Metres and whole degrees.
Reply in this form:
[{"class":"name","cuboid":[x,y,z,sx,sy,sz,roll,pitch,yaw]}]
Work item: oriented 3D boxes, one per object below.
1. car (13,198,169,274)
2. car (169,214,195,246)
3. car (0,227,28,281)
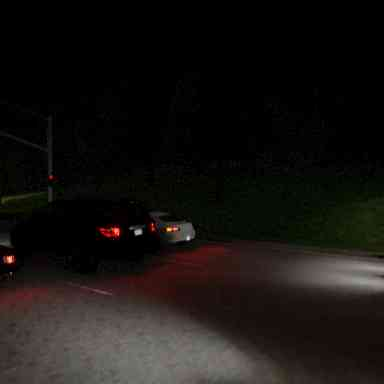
[{"class":"car","cuboid":[-3.668,1.216,10.853,5.566,2.045,2.150,0,0,36]},{"class":"car","cuboid":[-2.022,1.520,13.983,4.674,1.442,1.812,0,0,36]},{"class":"car","cuboid":[-6.433,1.595,8.532,4.718,1.301,1.895,0,0,36]}]
